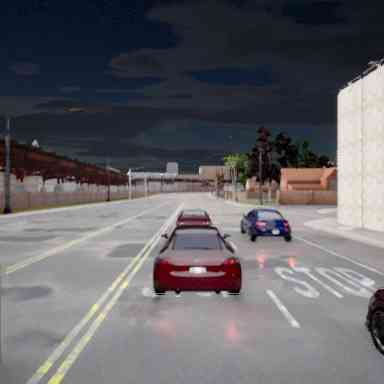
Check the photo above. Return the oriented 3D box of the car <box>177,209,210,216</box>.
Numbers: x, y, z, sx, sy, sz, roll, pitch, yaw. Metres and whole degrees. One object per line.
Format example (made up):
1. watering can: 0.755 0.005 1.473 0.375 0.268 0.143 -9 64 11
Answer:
1. car: 0.097 1.630 18.781 1.895 1.301 4.718 0 0 0

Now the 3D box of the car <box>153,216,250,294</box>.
1. car: 0.104 1.579 8.838 1.994 1.385 4.181 0 0 0

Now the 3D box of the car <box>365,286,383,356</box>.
1. car: 3.602 1.576 3.328 1.994 1.385 4.181 0 0 0

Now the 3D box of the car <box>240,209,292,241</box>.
1. car: 3.598 1.557 16.651 1.812 1.442 4.674 0 0 0
